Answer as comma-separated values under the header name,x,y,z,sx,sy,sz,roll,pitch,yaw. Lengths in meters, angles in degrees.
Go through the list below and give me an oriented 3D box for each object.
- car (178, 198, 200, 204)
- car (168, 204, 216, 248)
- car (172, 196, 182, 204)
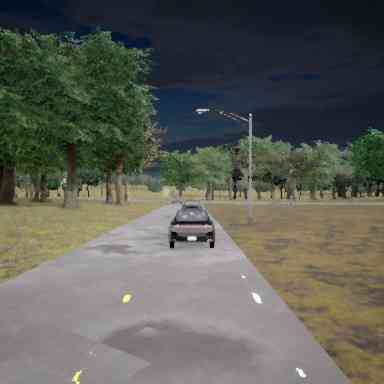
name,x,y,z,sx,sy,sz,roll,pitch,yaw
car,0.000,1.510,29.653,1.837,1.490,4.892,0,0,0
car,0.000,1.490,14.651,2.128,1.511,4.902,0,0,0
car,-2.750,1.524,63.693,2.097,1.767,4.553,0,0,0
